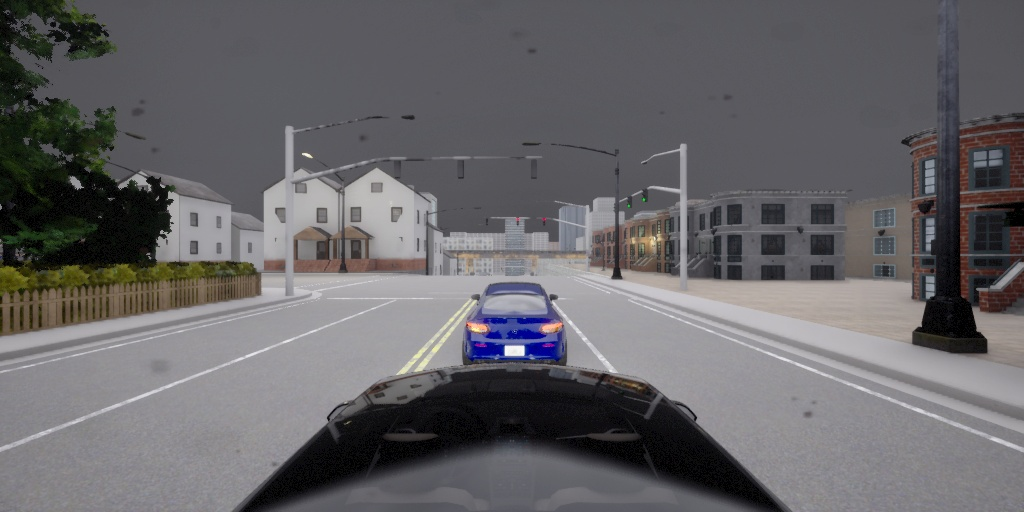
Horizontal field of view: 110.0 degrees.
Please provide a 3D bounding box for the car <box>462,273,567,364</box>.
[{"bbox_3d":[0.059,1.276,7.753,1.812,1.442,4.674,0,0,0],"label":"car"}]

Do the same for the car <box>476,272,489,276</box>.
[{"bbox_3d":[-3.604,2.929,47.213,2.097,1.767,4.553,-1,-13,0],"label":"car"}]

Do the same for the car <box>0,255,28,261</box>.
[{"bbox_3d":[-44.713,0.971,30.667,5.566,2.045,2.150,0,0,0],"label":"car"}]
